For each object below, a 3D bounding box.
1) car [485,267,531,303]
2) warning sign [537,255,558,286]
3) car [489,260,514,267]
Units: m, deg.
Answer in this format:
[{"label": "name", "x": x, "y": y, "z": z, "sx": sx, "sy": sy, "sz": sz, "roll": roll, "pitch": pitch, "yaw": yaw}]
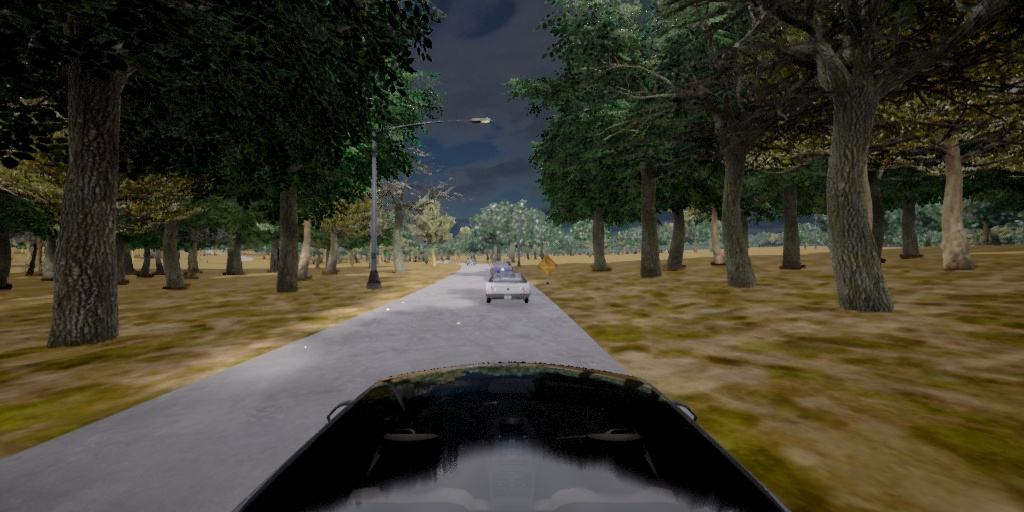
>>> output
[{"label": "car", "x": -0.228, "y": 1.377, "z": 16.615, "sx": 1.895, "sy": 1.301, "sz": 4.718, "roll": 0, "pitch": 0, "yaw": -2}, {"label": "warning sign", "x": 2.221, "y": 0.881, "z": 22.287, "sx": 1.300, "sy": 1.860, "sz": 1.060, "roll": 0, "pitch": 0, "yaw": -2}, {"label": "car", "x": -0.902, "y": 1.138, "z": 31.589, "sx": 2.097, "sy": 1.767, "sz": 4.553, "roll": 0, "pitch": 0, "yaw": -3}]
